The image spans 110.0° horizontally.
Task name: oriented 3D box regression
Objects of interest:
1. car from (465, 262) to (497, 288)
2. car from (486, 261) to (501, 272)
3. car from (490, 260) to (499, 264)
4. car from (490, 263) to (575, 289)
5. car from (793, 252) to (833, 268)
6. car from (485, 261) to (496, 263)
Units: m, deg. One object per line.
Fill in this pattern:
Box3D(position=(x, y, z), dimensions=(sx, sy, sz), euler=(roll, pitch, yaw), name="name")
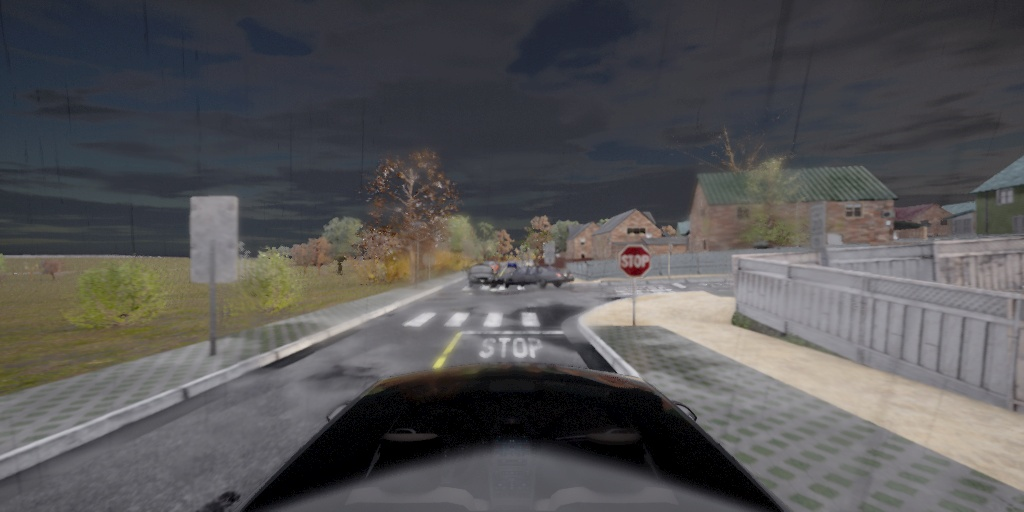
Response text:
Box3D(position=(-2.242, 1.399, 25.748), dimensions=(1.837, 1.490, 4.892), euler=(0, 0, -8), name="car")
Box3D(position=(-2.813, 1.572, 55.603), dimensions=(1.882, 1.535, 5.008), euler=(0, 0, 1), name="car")
Box3D(position=(-2.832, 1.378, 45.567), dimensions=(2.097, 1.767, 4.553), euler=(0, 0, 1), name="car")
Box3D(position=(1.345, 1.322, 22.836), dimensions=(5.357, 1.411, 2.033), euler=(-4, -4, 43), name="car")
Box3D(position=(14.394, 0.505, 17.214), dimensions=(4.181, 1.385, 1.994), euler=(-3, -1, 16), name="car")
Box3D(position=(-2.840, 1.507, 35.562), dimensions=(2.033, 1.411, 5.357), euler=(0, 0, 0), name="car")
